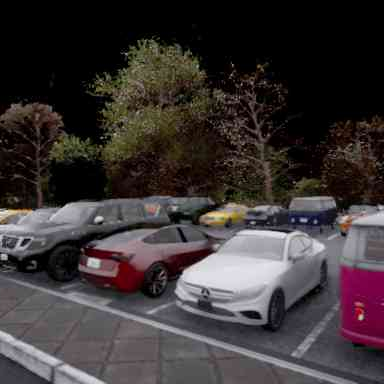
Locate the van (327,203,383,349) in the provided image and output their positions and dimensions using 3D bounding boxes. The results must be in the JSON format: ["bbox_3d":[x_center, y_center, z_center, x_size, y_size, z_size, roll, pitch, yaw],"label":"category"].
[{"bbox_3d":[3.877,1.261,5.634,1.878,1.987,4.442,0,0,36],"label":"van"}]

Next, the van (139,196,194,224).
[{"bbox_3d":[-1.886,1.304,25.924,1.878,1.987,4.442,-1,0,36],"label":"van"}]

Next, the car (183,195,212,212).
[{"bbox_3d":[0.407,1.258,24.159,2.435,2.045,5.566,-1,0,36],"label":"car"}]

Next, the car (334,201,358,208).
[{"bbox_3d":[9.354,1.364,17.629,2.185,1.767,4.553,0,0,36],"label":"car"}]

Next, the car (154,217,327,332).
[{"bbox_3d":[1.560,1.530,7.166,2.002,1.452,4.674,0,0,36],"label":"car"}]

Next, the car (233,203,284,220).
[{"bbox_3d":[4.876,1.497,20.891,2.231,1.521,4.892,0,0,36],"label":"car"}]

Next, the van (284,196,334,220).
[{"bbox_3d":[7.195,1.267,19.370,1.878,1.987,4.442,0,0,36],"label":"van"}]

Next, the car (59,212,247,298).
[{"bbox_3d":[-0.675,1.523,8.812,2.163,1.488,4.792,0,0,36],"label":"car"}]

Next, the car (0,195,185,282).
[{"bbox_3d":[-2.961,1.245,10.390,2.435,2.045,5.566,0,0,36],"label":"car"}]

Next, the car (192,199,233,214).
[{"bbox_3d":[2.528,1.498,22.366,1.946,1.575,5.366,0,0,36],"label":"car"}]
